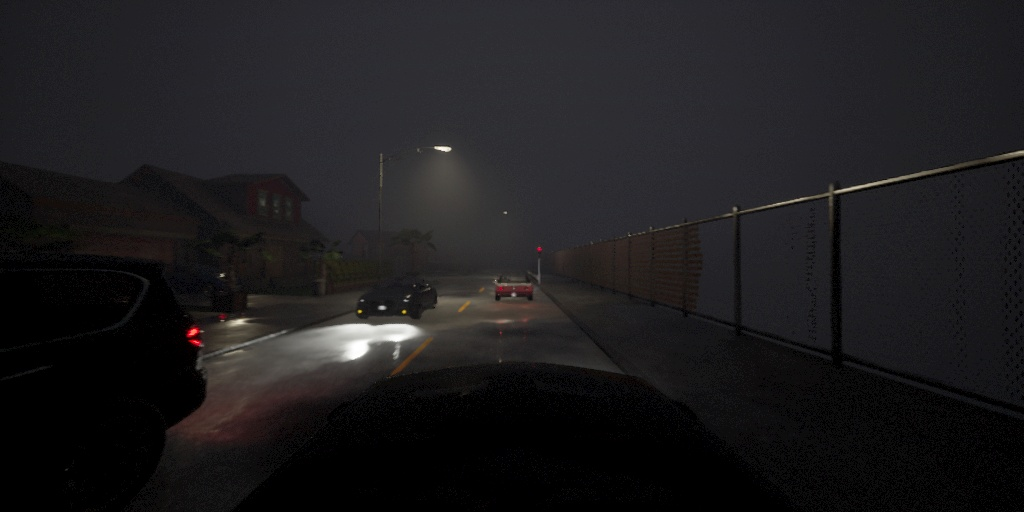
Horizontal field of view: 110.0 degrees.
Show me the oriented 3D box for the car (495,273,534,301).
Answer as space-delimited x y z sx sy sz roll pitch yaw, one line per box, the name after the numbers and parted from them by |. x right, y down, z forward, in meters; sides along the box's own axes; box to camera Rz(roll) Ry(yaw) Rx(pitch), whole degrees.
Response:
0.099 1.585 19.129 1.895 1.301 4.718 0 -1 0 | car

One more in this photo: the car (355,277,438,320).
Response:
-4.077 1.470 13.310 1.994 1.385 4.181 0 -1 1 | car

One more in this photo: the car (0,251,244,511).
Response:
-4.101 0.966 1.224 2.150 2.045 5.566 0 -1 0 | car
